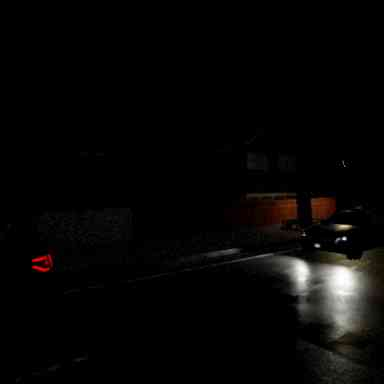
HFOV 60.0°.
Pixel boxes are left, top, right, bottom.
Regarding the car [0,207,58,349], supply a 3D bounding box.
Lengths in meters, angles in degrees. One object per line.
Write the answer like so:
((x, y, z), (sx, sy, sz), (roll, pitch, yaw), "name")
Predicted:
((-4.714, 1.281, 4.281), (5.566, 2.045, 2.150), (-1, 0, -36), "car")

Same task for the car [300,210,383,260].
((5.888, 1.394, 12.039), (4.674, 1.442, 1.812), (-1, 0, -36), "car")
